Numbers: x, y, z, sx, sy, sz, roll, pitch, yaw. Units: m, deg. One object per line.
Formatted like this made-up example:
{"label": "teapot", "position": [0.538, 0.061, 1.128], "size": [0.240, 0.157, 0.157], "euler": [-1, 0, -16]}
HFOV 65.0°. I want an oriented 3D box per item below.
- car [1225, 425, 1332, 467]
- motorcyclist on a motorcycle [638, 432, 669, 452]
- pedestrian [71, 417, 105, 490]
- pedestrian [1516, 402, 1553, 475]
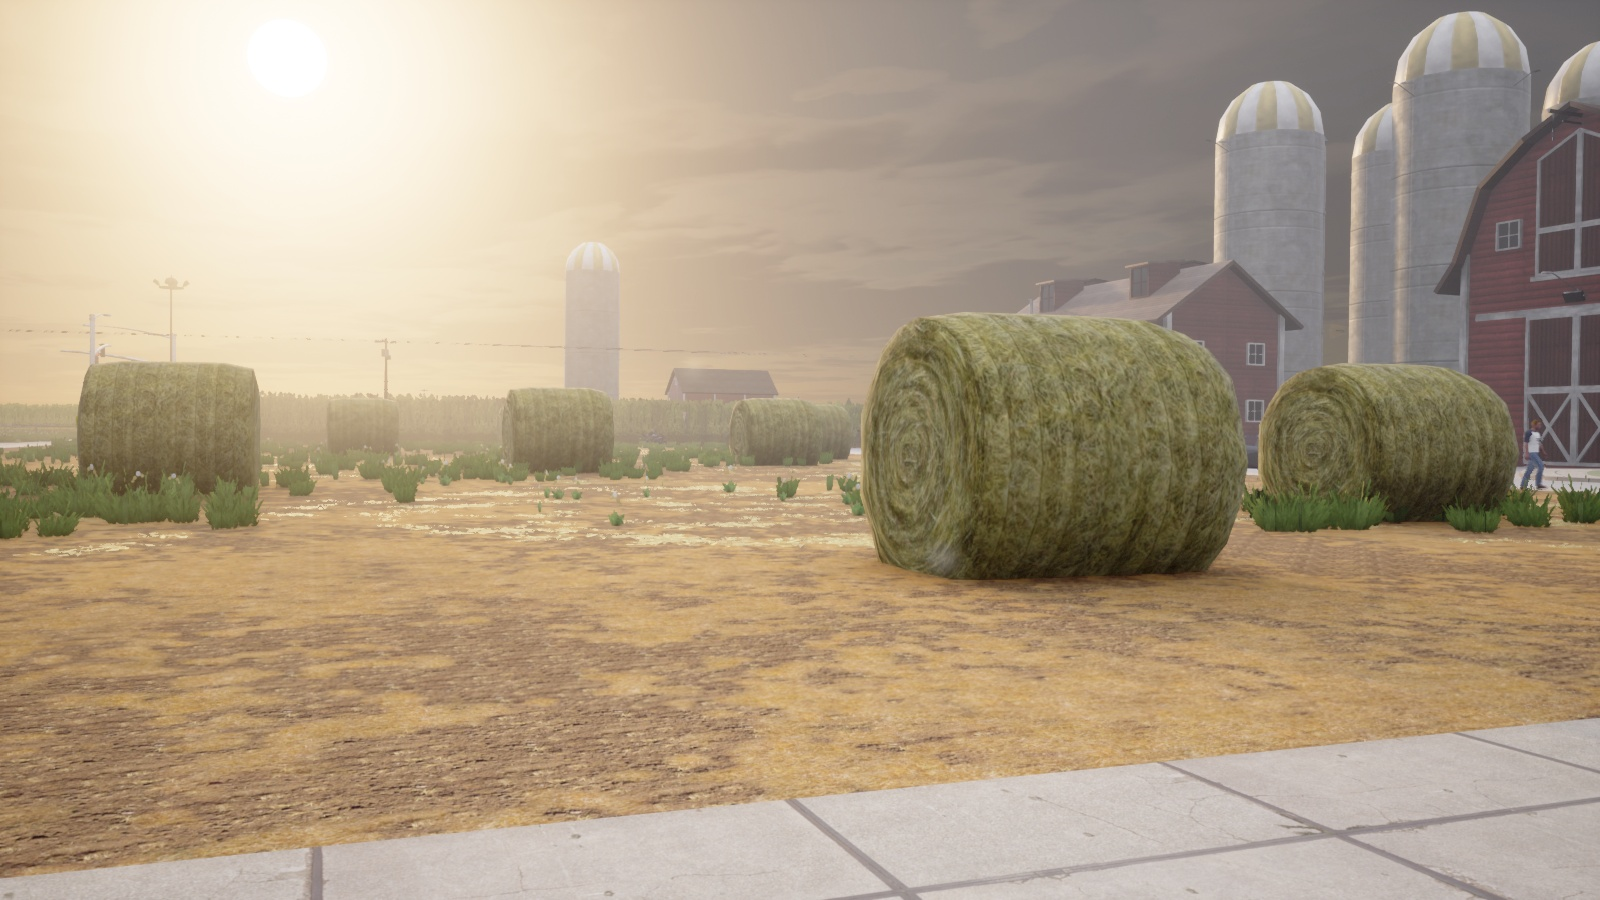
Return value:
{"label": "car", "position": [18.185, -0.201, 47.901], "size": [1.845, 1.501, 3.633], "euler": [-1, 2, -22]}
{"label": "motorcyclist on a motorcycle", "position": [-11.119, -0.601, 95.539], "size": [2.191, 1.530, 0.866], "euler": [-1, 1, -21]}
{"label": "pedestrian", "position": [-17.987, 0.093, 31.714], "size": [0.706, 1.836, 0.354], "euler": [0, 1, 22]}
{"label": "pedestrian", "position": [18.542, -0.290, 31.702], "size": [0.354, 1.836, 0.706], "euler": [-1, 1, -37]}
